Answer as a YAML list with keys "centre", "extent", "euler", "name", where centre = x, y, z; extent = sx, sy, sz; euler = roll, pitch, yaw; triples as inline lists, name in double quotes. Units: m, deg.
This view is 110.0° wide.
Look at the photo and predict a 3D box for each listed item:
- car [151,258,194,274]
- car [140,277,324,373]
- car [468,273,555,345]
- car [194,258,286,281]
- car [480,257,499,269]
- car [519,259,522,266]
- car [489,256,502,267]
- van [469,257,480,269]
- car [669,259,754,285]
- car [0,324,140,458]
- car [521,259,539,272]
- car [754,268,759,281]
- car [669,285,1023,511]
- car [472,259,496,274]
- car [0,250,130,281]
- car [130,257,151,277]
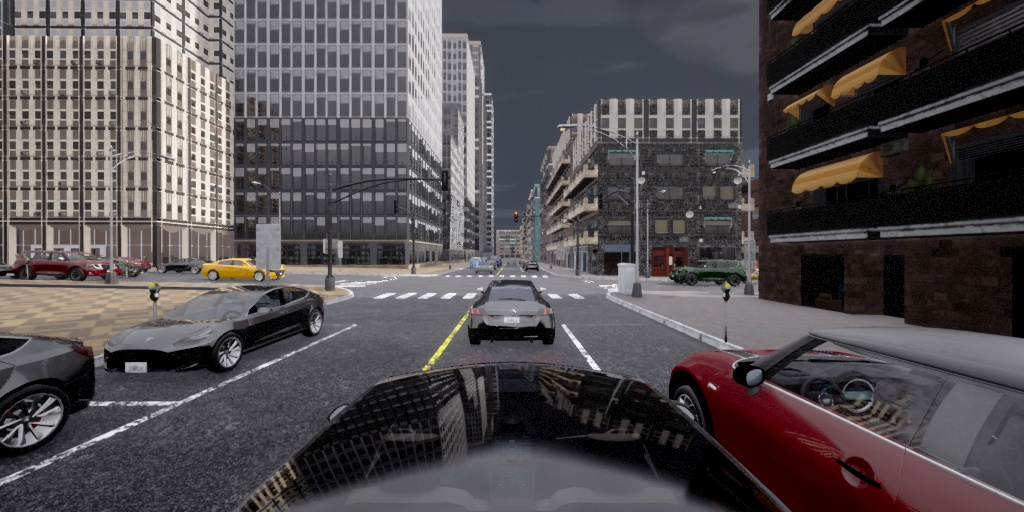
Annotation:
- centre: [-27.550, 0.816, 30.510]
  extent: [4.313, 1.339, 1.948]
  euler: [0, 0, -1]
  name: "car"
- centre: [-5.699, 1.315, 7.610]
  extent: [1.948, 1.339, 4.313]
  euler: [0, 0, 0]
  name: "car"
- centre: [-0.013, 1.314, 9.540]
  extent: [1.994, 1.385, 4.181]
  euler: [0, 0, 0]
  name: "car"
- centre: [-18.515, 0.913, 24.840]
  extent: [5.008, 1.535, 1.882]
  euler: [1, 0, -1]
  name: "car"
- centre: [-3.205, 1.260, 51.845]
  extent: [1.837, 1.490, 4.892]
  euler: [0, 0, 0]
  name: "car"
- centre: [2.568, 1.302, 57.241]
  extent: [1.888, 1.381, 4.507]
  euler: [0, 0, 0]
  name: "car"
- centre: [-3.205, 0.980, 62.318]
  extent: [2.150, 2.045, 5.566]
  euler: [0, 0, 0]
  name: "car"
- centre: [-5.812, 1.097, 57.221]
  extent: [1.690, 1.789, 3.998]
  euler: [0, 0, 0]
  name: "van"
- centre: [15.524, 1.290, 28.499]
  extent: [5.566, 2.045, 2.150]
  euler: [1, 0, -1]
  name: "car"
- centre: [-5.688, 1.316, 2.364]
  extent: [1.948, 1.339, 4.313]
  euler: [0, 0, 0]
  name: "car"
- centre: [2.592, 1.320, 47.274]
  extent: [1.948, 1.339, 4.313]
  euler: [0, 0, 0]
  name: "car"
- centre: [21.302, 1.698, 31.172]
  extent: [4.829, 1.417, 1.751]
  euler: [0, 0, -1]
  name: "car"
- centre: [2.693, 1.190, 2.384]
  extent: [1.967, 1.591, 4.097]
  euler: [0, 0, 0]
  name: "car"
- centre: [-3.187, 1.354, 41.855]
  extent: [1.895, 1.301, 4.718]
  euler: [0, 0, 0]
  name: "car"
- centre: [-27.428, 0.591, 22.129]
  extent: [5.009, 1.841, 2.192]
  euler: [0, 0, -1]
  name: "car"
- centre: [-28.439, 0.753, 24.705]
  extent: [4.892, 1.490, 1.837]
  euler: [1, 0, -1]
  name: "car"
